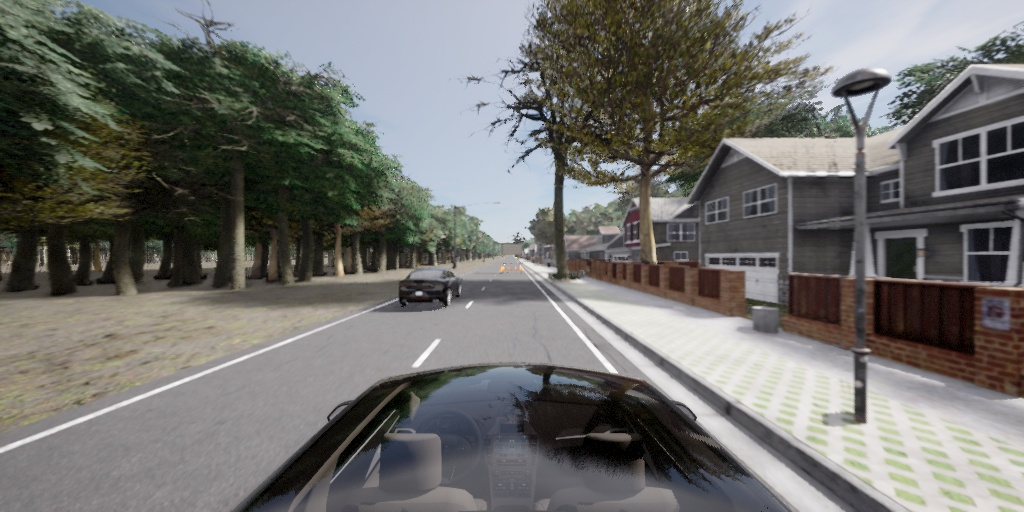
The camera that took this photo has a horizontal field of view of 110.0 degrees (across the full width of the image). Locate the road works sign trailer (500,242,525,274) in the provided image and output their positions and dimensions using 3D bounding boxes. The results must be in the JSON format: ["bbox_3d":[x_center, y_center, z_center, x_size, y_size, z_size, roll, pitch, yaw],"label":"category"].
[{"bbox_3d":[0.001,0.244,41.194,2.380,3.560,2.880,0,0,0],"label":"road works sign trailer"}]

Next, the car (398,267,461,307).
[{"bbox_3d":[-3.398,1.229,15.609,1.882,1.535,5.008,0,0,0],"label":"car"}]
